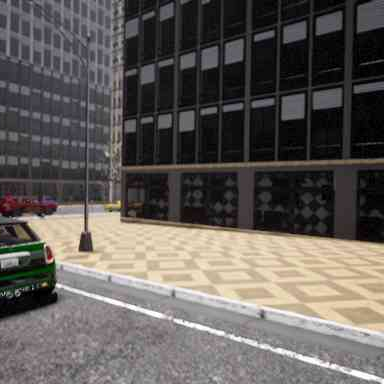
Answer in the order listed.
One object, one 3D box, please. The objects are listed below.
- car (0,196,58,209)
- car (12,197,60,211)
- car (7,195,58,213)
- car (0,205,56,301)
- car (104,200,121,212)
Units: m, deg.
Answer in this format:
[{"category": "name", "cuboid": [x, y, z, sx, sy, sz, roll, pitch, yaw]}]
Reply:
[{"category": "car", "cuboid": [-14.962, 1.323, 30.171, 2.192, 1.841, 5.009, 1, 0, 37]}, {"category": "car", "cuboid": [-18.444, 1.391, 39.552, 1.752, 1.417, 4.829, 1, 0, 37]}, {"category": "car", "cuboid": [-17.420, 1.261, 36.561, 2.097, 1.767, 4.553, 2, 0, 37]}, {"category": "car", "cuboid": [-5.031, 1.294, 7.281, 4.553, 1.767, 2.097, 1, 0, 36]}, {"category": "car", "cuboid": [-8.150, 1.635, 39.372, 1.752, 1.417, 4.829, 1, 0, 37]}]
